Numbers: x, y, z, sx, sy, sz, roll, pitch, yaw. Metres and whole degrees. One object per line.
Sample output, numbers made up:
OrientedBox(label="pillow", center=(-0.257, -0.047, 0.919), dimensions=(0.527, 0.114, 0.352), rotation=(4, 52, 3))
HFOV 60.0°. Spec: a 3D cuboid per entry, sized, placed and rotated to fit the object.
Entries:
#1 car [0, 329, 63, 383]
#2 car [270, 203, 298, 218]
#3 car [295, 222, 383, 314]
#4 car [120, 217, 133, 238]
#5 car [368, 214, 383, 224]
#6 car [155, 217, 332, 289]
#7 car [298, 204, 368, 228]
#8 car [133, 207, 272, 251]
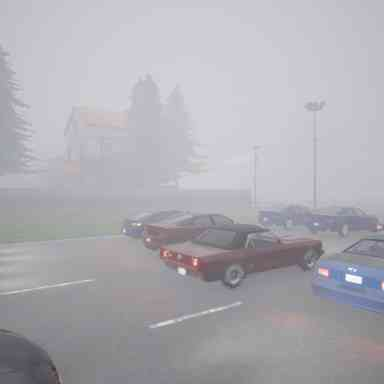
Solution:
OrientedBox(label="car", center=(-3.154, 1.492, 1.512), dimensions=(4.902, 1.511, 2.128), rotation=(0, 0, -35))
OrientedBox(label="car", center=(6.383, 1.478, 21.218), dimensions=(5.008, 1.535, 1.882), rotation=(0, 0, -36))
OrientedBox(label="car", center=(4.835, 1.547, 7.204), dimensions=(5.357, 1.411, 2.033), rotation=(0, 0, -35))
OrientedBox(label="car", center=(-1.087, 1.526, 15.885), dimensions=(4.674, 1.442, 1.812), rotation=(0, 0, -36))
OrientedBox(label="car", center=(10.526, 1.601, 15.576), dimensions=(4.718, 1.301, 1.895), rotation=(0, 0, -36))
OrientedBox(label="car", center=(1.572, 1.601, 9.190), dimensions=(4.718, 1.301, 1.895), rotation=(0, 0, -35))
OrientedBox(label="car", center=(8.326, 1.478, 18.307), dimensions=(5.008, 1.535, 1.882), rotation=(0, 0, -36))
OrientedBox(label="car", center=(0.538, 1.478, 12.752), dimensions=(5.008, 1.535, 1.882), rotation=(0, 0, -35))
